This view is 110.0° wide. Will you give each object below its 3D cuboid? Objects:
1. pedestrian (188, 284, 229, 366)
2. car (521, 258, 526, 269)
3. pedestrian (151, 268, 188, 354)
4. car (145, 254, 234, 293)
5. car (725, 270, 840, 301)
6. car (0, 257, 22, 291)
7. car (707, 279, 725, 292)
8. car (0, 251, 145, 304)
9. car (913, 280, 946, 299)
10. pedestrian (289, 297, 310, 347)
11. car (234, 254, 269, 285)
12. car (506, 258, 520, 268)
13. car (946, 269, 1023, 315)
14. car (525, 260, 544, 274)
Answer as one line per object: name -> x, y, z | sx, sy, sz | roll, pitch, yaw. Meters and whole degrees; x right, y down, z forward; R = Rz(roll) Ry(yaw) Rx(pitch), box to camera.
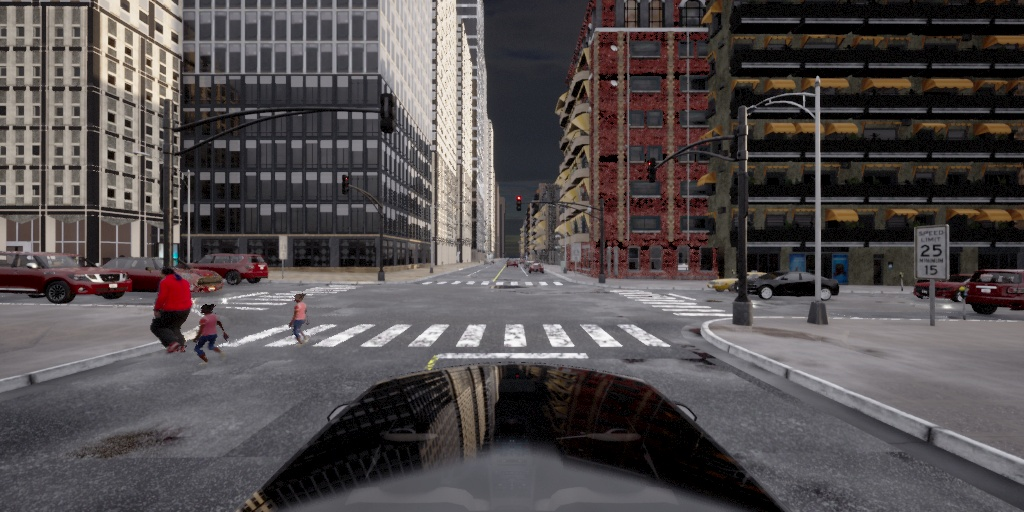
pedestrian -> -5.588, 1.044, 6.638 | 0.375, 1.860, 0.375 | 0, 0, 0
car -> 2.760, 1.317, 54.733 | 2.007, 1.370, 4.403 | 0, 0, 0
pedestrian -> -6.906, 1.044, 7.263 | 0.375, 1.860, 0.375 | 0, 0, 0
car -> -15.724, 0.835, 16.089 | 4.553, 1.767, 2.097 | 1, 0, 0
car -> 14.819, 1.532, 19.517 | 5.008, 1.535, 1.882 | 1, 0, 0
car -> -25.714, 0.774, 16.016 | 5.008, 1.535, 1.882 | 1, 0, -1
car -> 14.657, 1.587, 22.103 | 4.829, 1.417, 1.751 | 0, 0, 0
car -> -17.560, 0.757, 13.484 | 5.009, 1.841, 2.192 | 0, 0, 0
car -> 25.021, 1.718, 19.590 | 5.008, 1.535, 1.882 | 1, 0, 0
pedestrian -> -4.698, 1.044, 7.948 | 0.375, 1.860, 0.375 | 0, 0, 0
car -> -17.684, 0.776, 21.863 | 5.009, 1.841, 2.192 | 0, 0, 0
car -> 0.082, 1.125, 63.972 | 2.097, 1.767, 4.553 | 0, 0, 0
car -> 20.614, 1.461, 13.799 | 5.009, 1.841, 2.192 | 0, 0, 0
car -> 2.793, 1.341, 41.816 | 1.802, 1.307, 4.207 | 0, 0, 0
